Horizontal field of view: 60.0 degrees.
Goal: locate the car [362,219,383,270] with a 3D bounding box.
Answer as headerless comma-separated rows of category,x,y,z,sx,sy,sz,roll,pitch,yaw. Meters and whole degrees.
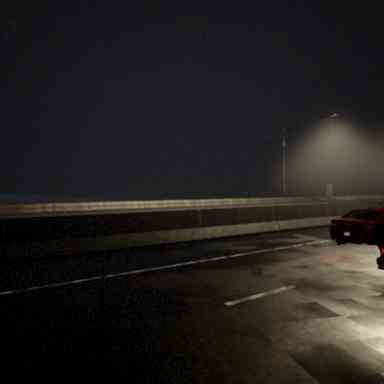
car,7.044,1.459,8.918,5.357,1.411,2.033,-1,0,-35

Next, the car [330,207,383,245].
car,7.735,1.363,13.667,5.008,1.535,1.882,-1,1,-35
